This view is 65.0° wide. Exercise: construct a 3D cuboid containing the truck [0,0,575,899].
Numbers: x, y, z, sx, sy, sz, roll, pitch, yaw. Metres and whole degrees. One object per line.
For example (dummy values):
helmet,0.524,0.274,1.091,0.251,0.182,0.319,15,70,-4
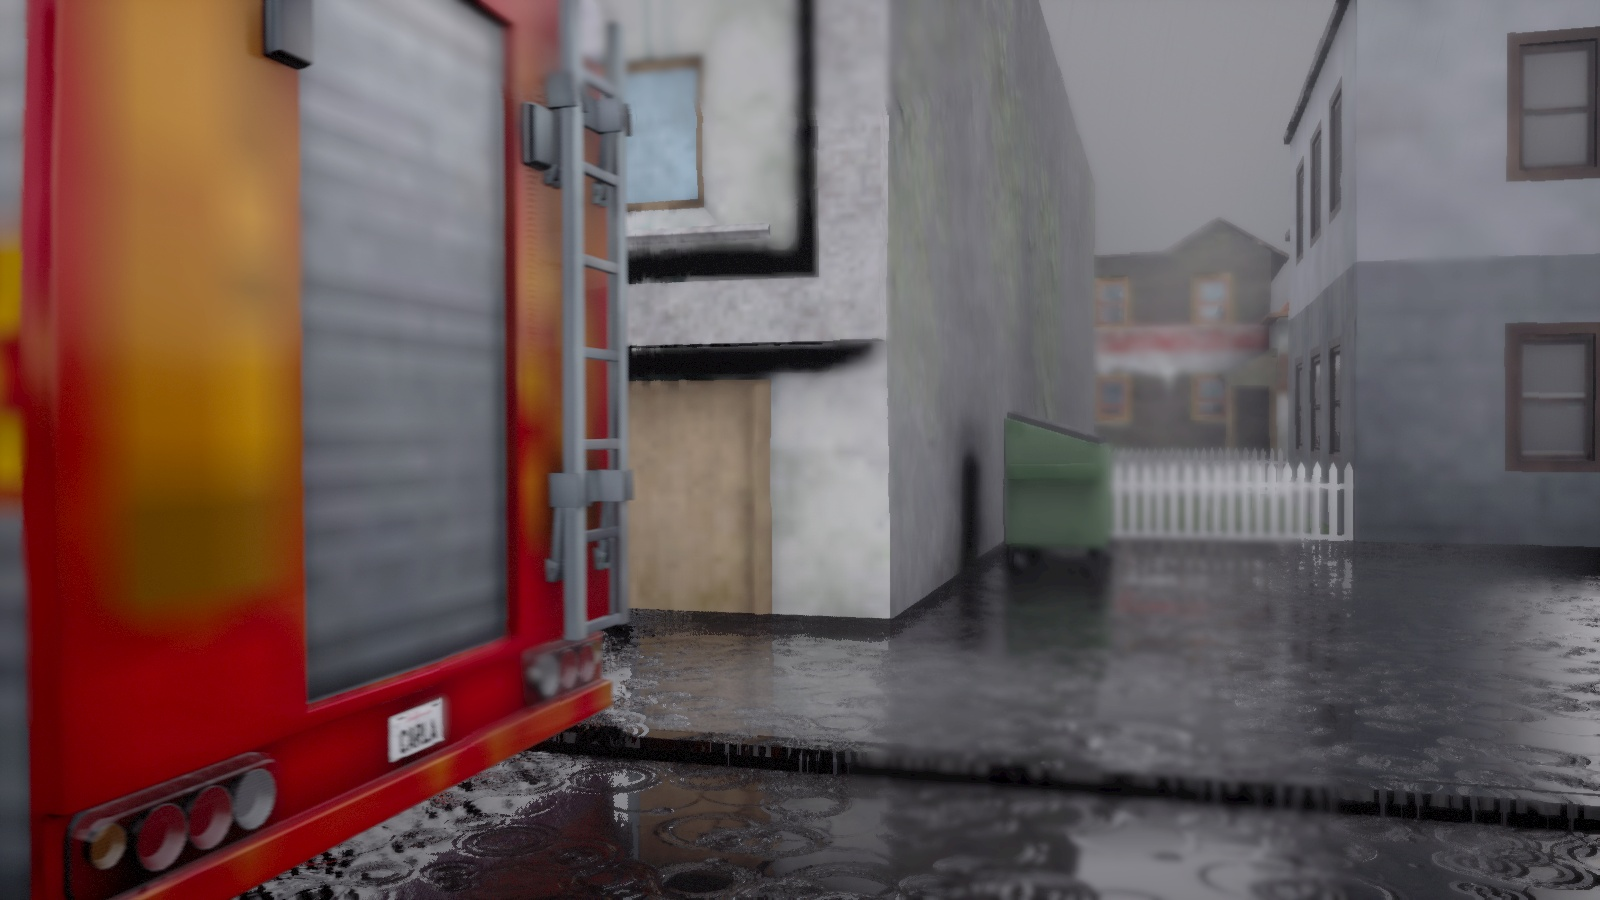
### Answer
truck,-5.443,-0.442,5.211,8.468,3.827,2.891,0,1,16
